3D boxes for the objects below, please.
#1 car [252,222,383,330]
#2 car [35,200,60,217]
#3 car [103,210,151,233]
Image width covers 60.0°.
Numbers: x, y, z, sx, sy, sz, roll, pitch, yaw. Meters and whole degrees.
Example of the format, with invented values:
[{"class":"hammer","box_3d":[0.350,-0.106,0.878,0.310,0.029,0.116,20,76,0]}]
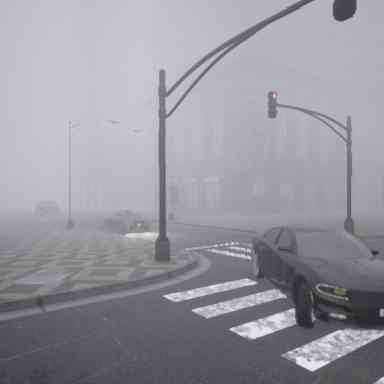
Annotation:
[{"class":"car","box_3d":[2.692,1.486,7.269,1.882,1.535,5.008,2,-1,-3]},{"class":"car","box_3d":[-18.363,1.989,42.101,2.150,2.045,5.566,0,-1,-35]},{"class":"car","box_3d":[-4.473,1.909,22.449,1.994,1.385,4.181,0,-1,-35]}]
